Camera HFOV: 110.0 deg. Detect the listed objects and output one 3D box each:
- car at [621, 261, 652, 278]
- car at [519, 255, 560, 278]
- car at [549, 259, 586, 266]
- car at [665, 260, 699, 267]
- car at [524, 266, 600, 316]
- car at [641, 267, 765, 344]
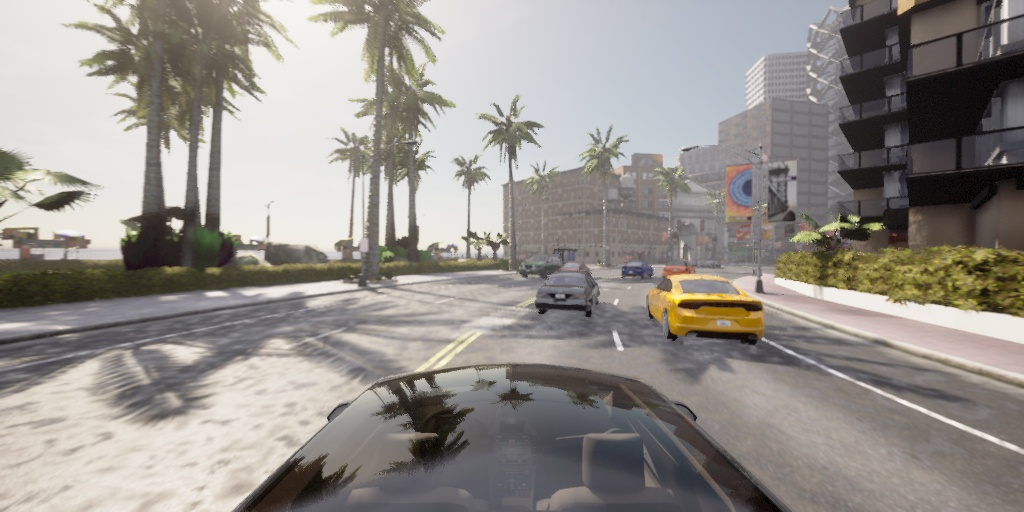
[{"bbox_3d":[11.442,1.224,32.506,1.882,1.535,5.008,0,0,33],"label":"car"},{"bbox_3d":[2.727,0.894,32.215,2.150,2.045,5.566,0,0,31],"label":"car"},{"bbox_3d":[5.009,1.228,29.138,1.812,1.442,4.674,1,0,30],"label":"car"},{"bbox_3d":[14.072,1.128,30.134,2.097,1.767,4.553,1,0,33],"label":"car"},{"bbox_3d":[2.208,1.278,13.418,2.033,1.411,5.357,1,0,17],"label":"car"},{"bbox_3d":[4.953,1.243,9.848,1.882,1.535,5.008,0,0,13],"label":"car"}]
